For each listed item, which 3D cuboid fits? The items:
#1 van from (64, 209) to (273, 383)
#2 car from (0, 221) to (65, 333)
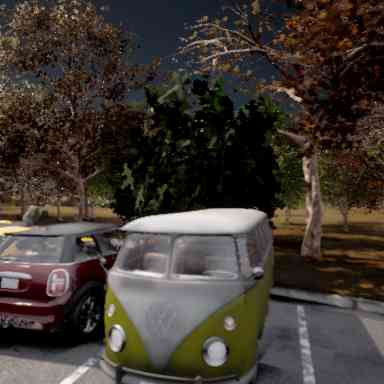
[{"bbox_3d":[0.273,1.284,5.182,1.878,1.987,4.442,0,-1,16],"label":"van"},{"bbox_3d":[-2.107,1.415,6.996,2.185,1.767,4.553,-1,-1,16],"label":"car"}]
